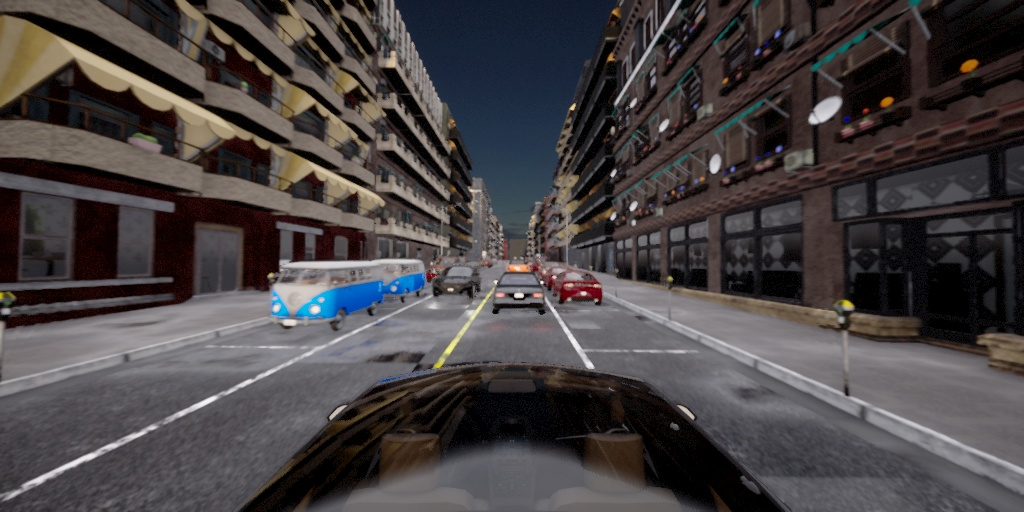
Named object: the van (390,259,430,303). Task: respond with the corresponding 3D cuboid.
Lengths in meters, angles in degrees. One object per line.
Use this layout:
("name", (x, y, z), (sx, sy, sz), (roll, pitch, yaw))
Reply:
("van", (-5.134, 1.038, 16.086), (1.690, 1.789, 3.998), (0, 0, 1))

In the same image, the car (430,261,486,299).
("car", (-2.630, 1.189, 18.086), (1.882, 1.535, 5.008), (0, 0, 1))

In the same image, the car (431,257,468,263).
("car", (-4.969, 1.006, 27.145), (2.192, 1.841, 5.009), (0, 0, 1))

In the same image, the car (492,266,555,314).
("car", (0.254, 1.282, 13.746), (2.033, 1.411, 5.357), (0, 0, 1))

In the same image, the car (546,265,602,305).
("car", (2.747, 1.294, 15.906), (1.888, 1.381, 4.507), (0, 0, 1))

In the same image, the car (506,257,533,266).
("car", (0.528, 1.077, 32.161), (2.097, 1.767, 4.553), (0, 0, 1))

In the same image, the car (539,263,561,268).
("car", (2.829, 1.290, 21.435), (1.888, 1.381, 4.507), (0, 0, 1))

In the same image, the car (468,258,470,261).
("car", (-4.886, 1.005, 32.674), (2.192, 1.841, 5.009), (0, 0, 1))

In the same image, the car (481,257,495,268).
("car", (-4.472, 1.024, 60.322), (2.192, 1.841, 5.009), (0, 0, 1))

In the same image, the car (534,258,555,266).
("car", (2.920, 1.183, 26.966), (1.967, 1.591, 4.097), (0, 0, 1))

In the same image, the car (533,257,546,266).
("car", (3.043, 1.056, 38.027), (2.192, 1.841, 5.009), (0, 0, 1))

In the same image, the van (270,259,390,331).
("van", (-5.217, 1.042, 10.555), (1.690, 1.789, 3.998), (0, 0, 1))

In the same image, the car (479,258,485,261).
("car", (-4.720, 1.258, 43.735), (1.948, 1.339, 4.313), (0, 0, 1))
